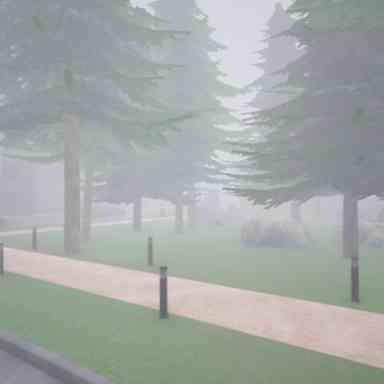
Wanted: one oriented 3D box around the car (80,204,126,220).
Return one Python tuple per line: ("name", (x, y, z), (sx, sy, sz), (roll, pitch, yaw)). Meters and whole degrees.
("car", (-8.234, 1.773, 30.907), (1.812, 1.442, 4.674), (-1, -2, 37))
